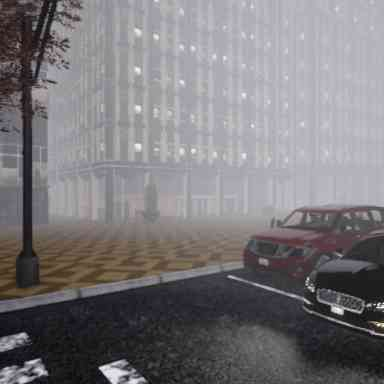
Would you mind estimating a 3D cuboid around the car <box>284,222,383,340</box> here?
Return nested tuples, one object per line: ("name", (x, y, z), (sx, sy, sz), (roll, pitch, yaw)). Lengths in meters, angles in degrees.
("car", (4.124, 1.494, 6.324), (4.892, 1.490, 1.837), (0, 0, -35))

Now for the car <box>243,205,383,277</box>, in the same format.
("car", (3.720, 1.302, 9.222), (5.009, 1.841, 2.192), (0, 0, -36))
